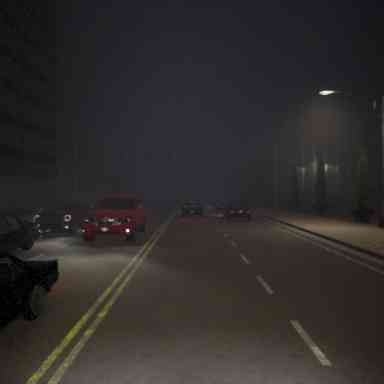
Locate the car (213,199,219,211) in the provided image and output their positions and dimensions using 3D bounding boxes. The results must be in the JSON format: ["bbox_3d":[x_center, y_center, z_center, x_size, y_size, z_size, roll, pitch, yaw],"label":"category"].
[{"bbox_3d":[3.491,1.457,38.650,1.895,1.301,4.718,0,0,0],"label":"car"}]

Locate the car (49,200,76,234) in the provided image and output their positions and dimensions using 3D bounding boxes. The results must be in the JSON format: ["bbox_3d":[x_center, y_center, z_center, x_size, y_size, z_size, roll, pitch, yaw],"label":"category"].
[{"bbox_3d":[-7.022,1.285,18.542,2.097,1.767,4.553,0,0,0],"label":"car"}]

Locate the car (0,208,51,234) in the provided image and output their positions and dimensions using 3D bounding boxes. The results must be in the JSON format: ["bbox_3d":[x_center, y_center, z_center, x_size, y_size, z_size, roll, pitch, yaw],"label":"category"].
[{"bbox_3d":[-7.110,1.507,11.415,2.033,1.411,5.357,0,0,0],"label":"car"}]

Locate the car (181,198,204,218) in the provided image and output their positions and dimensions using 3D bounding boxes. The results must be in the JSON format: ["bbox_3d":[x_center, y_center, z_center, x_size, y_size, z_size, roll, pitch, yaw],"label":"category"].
[{"bbox_3d":[0.038,1.383,29.200,2.128,1.511,4.902,0,0,0],"label":"car"}]

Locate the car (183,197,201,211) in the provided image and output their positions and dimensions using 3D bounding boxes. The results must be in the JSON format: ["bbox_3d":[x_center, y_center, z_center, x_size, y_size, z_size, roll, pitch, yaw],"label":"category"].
[{"bbox_3d":[-0.003,1.401,39.700,2.033,1.411,5.357,0,0,0],"label":"car"}]

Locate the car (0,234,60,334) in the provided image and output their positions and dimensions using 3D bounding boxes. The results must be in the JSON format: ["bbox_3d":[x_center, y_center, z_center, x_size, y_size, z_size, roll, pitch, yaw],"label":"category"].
[{"bbox_3d":[-3.603,1.585,4.509,1.895,1.301,4.718,0,0,0],"label":"car"}]

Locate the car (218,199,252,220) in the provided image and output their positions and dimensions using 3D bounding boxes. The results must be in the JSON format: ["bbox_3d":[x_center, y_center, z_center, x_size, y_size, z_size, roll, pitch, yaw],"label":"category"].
[{"bbox_3d":[3.525,1.448,26.545,2.033,1.411,5.357,0,0,0],"label":"car"}]

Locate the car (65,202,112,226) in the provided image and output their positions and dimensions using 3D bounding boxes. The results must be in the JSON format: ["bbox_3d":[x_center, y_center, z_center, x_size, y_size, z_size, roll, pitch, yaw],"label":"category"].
[{"bbox_3d":[-7.087,1.479,23.204,1.994,1.385,4.181,0,0,0],"label":"car"}]

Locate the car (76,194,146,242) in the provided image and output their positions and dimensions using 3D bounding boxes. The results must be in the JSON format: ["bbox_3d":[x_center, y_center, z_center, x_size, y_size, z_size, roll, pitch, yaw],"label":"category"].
[{"bbox_3d":[-3.604,1.160,16.413,2.150,2.045,5.566,0,0,0],"label":"car"}]
